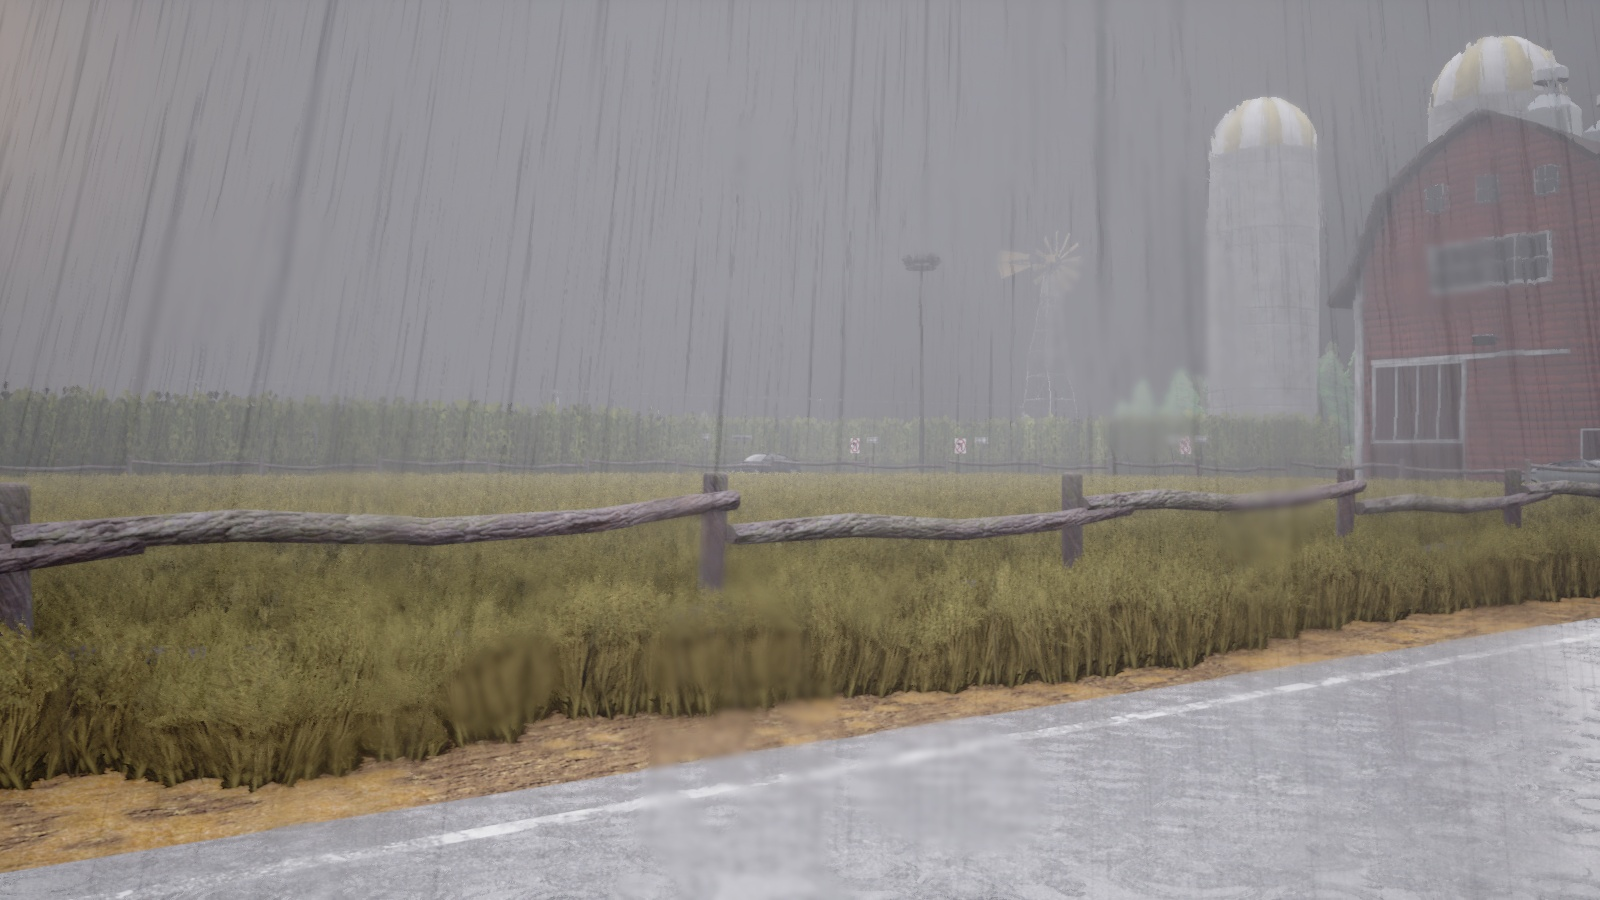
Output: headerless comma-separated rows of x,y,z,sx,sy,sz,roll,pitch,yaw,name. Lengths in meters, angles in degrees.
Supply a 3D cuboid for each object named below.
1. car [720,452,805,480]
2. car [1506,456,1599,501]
-2.105,0.918,71.827,1.882,1.535,5.008,-1,0,42,car
24.978,0.870,39.715,1.994,1.385,4.181,0,0,-39,car
